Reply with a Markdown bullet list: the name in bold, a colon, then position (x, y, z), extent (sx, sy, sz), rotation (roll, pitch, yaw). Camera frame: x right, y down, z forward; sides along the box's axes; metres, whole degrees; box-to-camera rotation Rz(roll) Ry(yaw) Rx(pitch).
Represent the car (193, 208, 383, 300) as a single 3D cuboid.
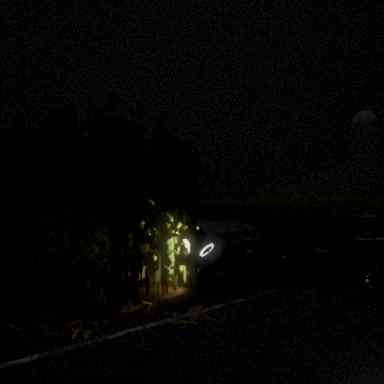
- **car**: position (2.310, 1.262, 7.856), extent (4.553, 1.767, 2.097), rotation (-1, 0, 9)
